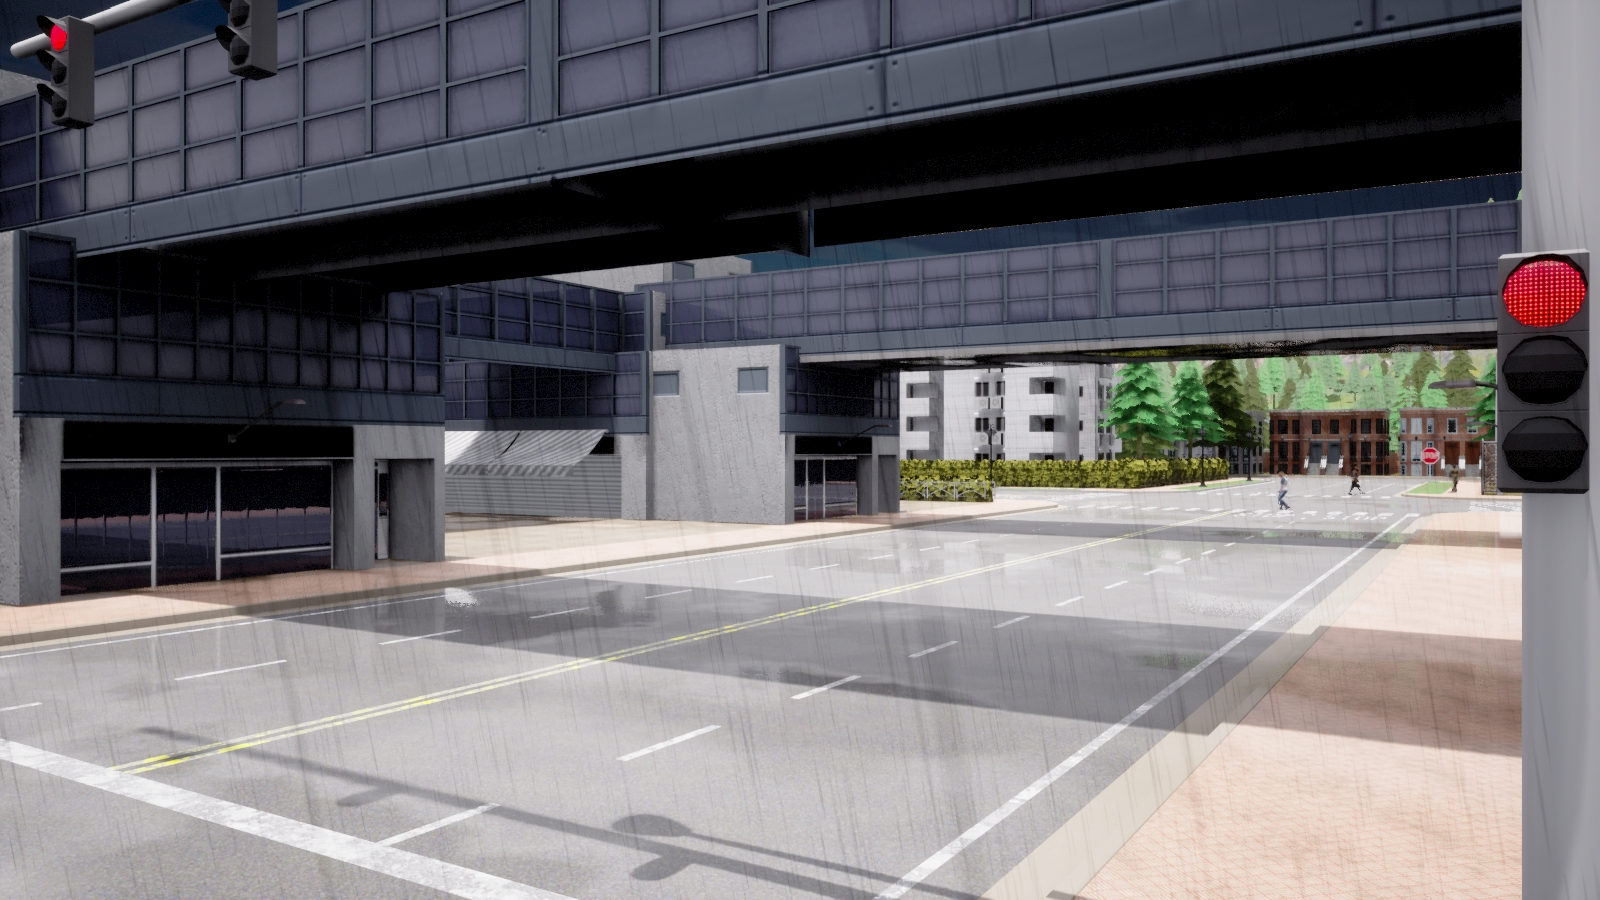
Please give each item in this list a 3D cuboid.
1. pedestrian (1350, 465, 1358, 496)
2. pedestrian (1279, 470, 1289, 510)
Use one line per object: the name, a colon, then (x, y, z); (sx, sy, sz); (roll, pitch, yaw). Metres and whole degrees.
pedestrian: (33.586, 1.837, 69.239); (0.375, 1.860, 0.375); (0, 0, 31)
pedestrian: (22.386, 1.848, 52.805); (0.375, 1.860, 0.375); (0, 0, 31)
